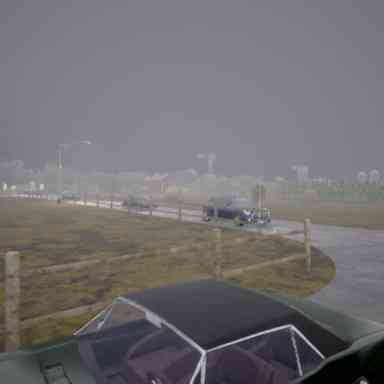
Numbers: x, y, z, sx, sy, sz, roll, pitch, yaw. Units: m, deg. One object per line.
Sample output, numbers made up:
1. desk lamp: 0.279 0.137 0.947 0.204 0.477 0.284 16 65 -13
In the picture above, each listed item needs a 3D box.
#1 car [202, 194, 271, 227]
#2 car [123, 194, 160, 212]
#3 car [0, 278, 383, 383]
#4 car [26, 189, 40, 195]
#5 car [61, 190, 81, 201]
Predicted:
1. car: 2.618 1.039 20.226 2.097 1.767 4.553 1 1 -34
2. car: -4.775 0.937 30.633 1.837 1.490 4.892 1 1 -36
3. car: -0.205 1.600 2.804 4.718 1.301 1.895 0 0 -35
4. car: -39.968 -0.065 84.427 2.097 1.767 4.553 1 0 -33
5. car: -17.836 0.556 49.021 1.837 1.490 4.892 1 0 -35
